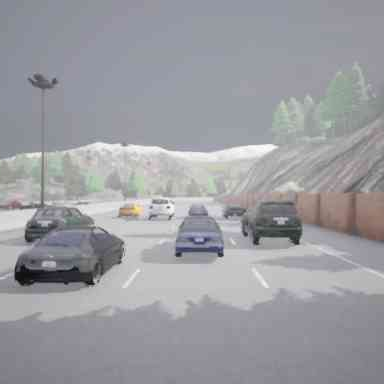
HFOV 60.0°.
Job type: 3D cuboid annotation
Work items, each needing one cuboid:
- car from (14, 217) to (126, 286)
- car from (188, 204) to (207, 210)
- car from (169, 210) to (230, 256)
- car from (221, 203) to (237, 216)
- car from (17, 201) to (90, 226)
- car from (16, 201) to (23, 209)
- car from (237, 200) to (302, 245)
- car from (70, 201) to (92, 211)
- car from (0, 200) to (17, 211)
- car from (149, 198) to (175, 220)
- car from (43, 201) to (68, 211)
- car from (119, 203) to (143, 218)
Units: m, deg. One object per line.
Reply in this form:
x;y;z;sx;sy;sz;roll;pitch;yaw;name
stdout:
-3.282;1.667;9.747;1.994;1.385;4.181;0;0;1;car
0.584;1.945;34.157;1.994;1.385;4.181;0;-1;0;car
0.303;1.702;13.788;2.033;1.411;5.357;0;-1;1;car
4.085;1.886;33.450;1.837;1.490;4.892;0;-1;0;car
-6.630;1.528;17.196;2.097;1.767;4.553;0;-1;1;car
-24.114;2.104;50.411;1.895;1.301;4.718;0;-1;0;car
3.868;1.421;16.924;2.150;2.045;5.566;0;0;1;car
-17.118;2.095;51.414;1.994;1.385;4.181;0;-1;0;car
-27.605;1.975;50.599;1.882;1.535;5.008;0;0;0;car
-2.909;1.577;32.617;2.150;2.045;5.566;0;-1;0;car
-20.616;2.113;50.442;1.895;1.301;4.718;0;-1;0;car
-6.410;1.853;35.142;1.882;1.535;5.008;0;-1;0;car
